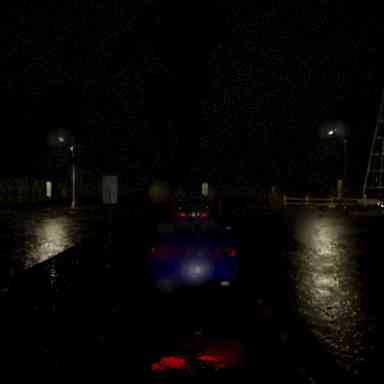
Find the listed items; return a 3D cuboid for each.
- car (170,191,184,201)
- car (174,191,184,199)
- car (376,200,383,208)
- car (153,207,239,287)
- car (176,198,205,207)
[{"bbox_3d":[-2.863,0.947,59.082,1.994,1.385,4.181,0,1,1],"label":"car"},{"bbox_3d":[-2.819,0.575,73.791,2.097,1.767,4.553,0,1,0],"label":"car"},{"bbox_3d":[22.174,1.046,35.144,4.892,1.490,1.837,0,1,2],"label":"car"},{"bbox_3d":[0.092,1.386,9.078,1.882,1.535,5.008,0,1,0],"label":"car"},{"bbox_3d":[0.126,1.329,21.682,2.033,1.411,5.357,0,1,1],"label":"car"}]
